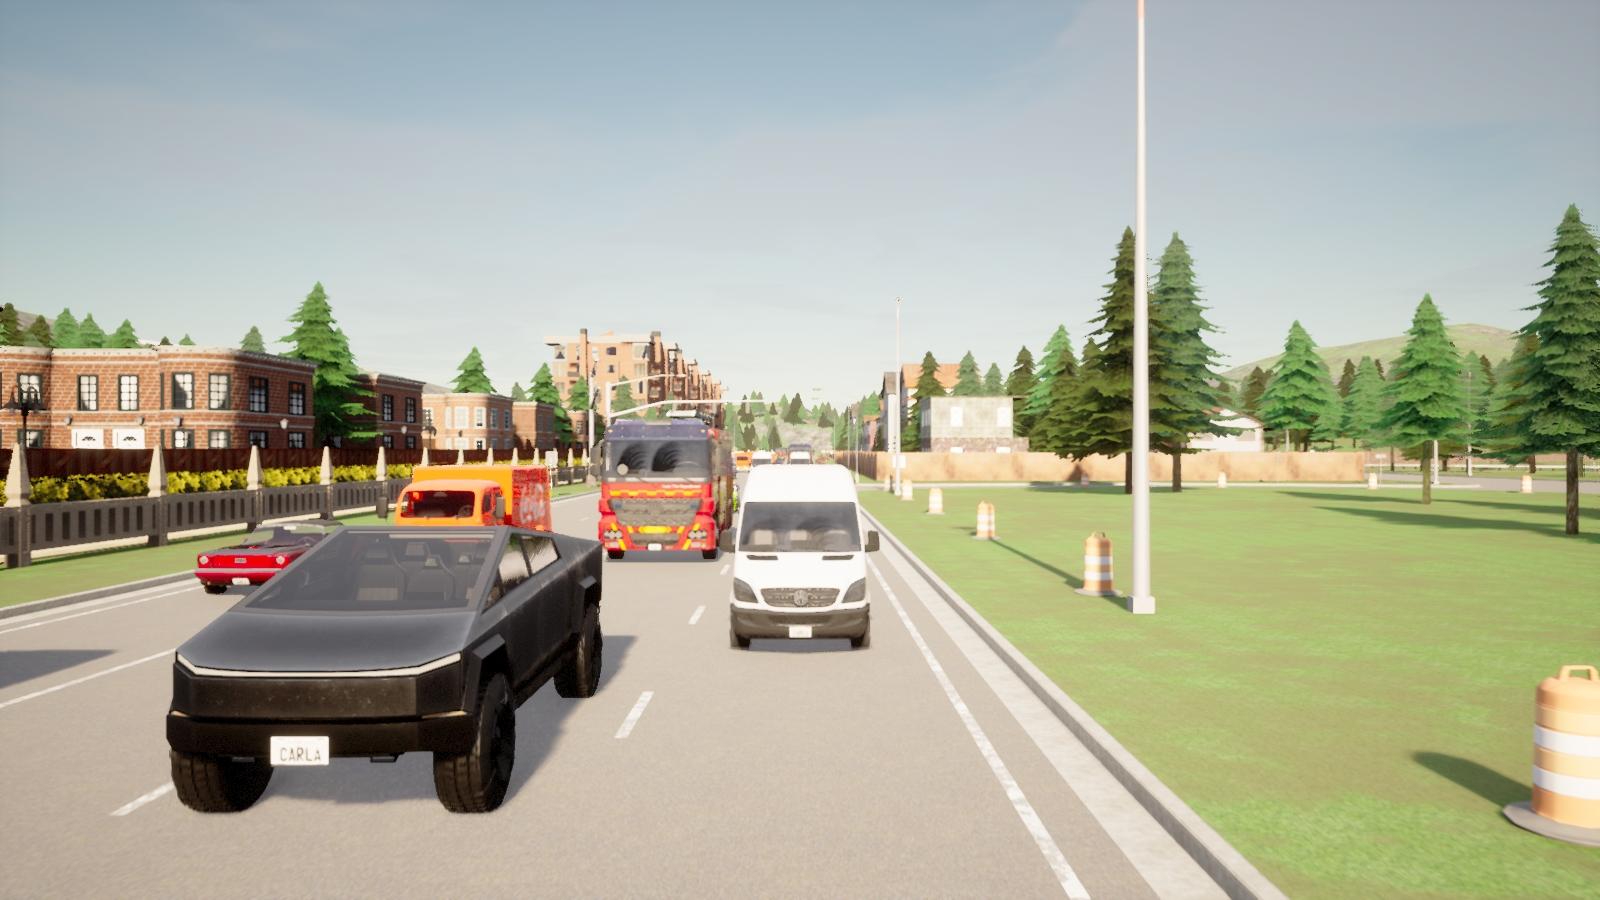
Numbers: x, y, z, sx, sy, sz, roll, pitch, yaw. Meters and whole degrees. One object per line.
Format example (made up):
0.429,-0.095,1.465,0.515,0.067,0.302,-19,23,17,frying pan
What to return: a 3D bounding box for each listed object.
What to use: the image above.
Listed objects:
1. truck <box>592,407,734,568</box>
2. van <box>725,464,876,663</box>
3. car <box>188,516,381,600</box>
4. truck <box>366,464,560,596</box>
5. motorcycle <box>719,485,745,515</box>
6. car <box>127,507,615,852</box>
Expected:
-3.493,0.886,31.297,2.891,3.827,8.468,0,0,0,truck
0.006,1.532,18.049,1.988,2.561,5.915,0,0,0,van
-10.498,2.152,23.711,1.895,1.301,4.718,0,0,0,car
-6.998,1.565,24.473,2.627,2.467,5.204,0,0,0,truck
-2.963,2.180,50.024,0.803,1.199,2.033,1,0,7,motorcycle
-3.499,1.752,11.101,2.390,2.098,6.274,0,0,0,car
